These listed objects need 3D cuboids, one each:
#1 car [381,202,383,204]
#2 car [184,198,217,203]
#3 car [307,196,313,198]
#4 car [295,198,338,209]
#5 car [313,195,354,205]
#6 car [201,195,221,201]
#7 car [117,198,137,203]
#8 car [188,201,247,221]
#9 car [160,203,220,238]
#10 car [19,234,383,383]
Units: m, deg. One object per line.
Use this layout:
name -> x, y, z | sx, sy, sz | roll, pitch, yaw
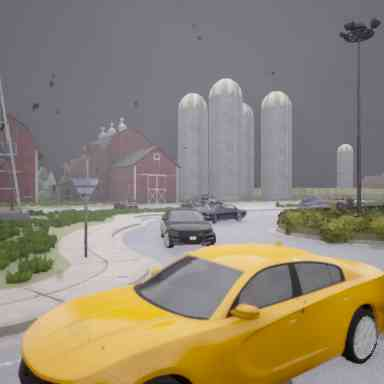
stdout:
car -> 25.761, 1.511, 41.439 | 4.892, 1.490, 1.837 | 0, 0, -17
car -> 0.169, 1.521, 30.613 | 1.784, 1.438, 3.905 | 0, 0, -34
car -> 22.783, 1.480, 62.252 | 2.242, 1.667, 4.611 | 0, 0, -34
car -> 12.024, 1.564, 32.846 | 4.181, 1.385, 1.994 | 0, 0, -35
car -> 18.653, 1.310, 43.409 | 1.932, 1.855, 4.605 | 0, 0, -34
car -> 2.771, 1.313, 48.633 | 1.905, 1.878, 3.866 | 0, 0, -34
car -> -8.055, 1.506, 40.577 | 1.816, 1.474, 4.193 | 0, 0, -34
car -> 2.046, 1.601, 24.956 | 1.895, 1.301, 4.718 | 0, 0, 43
car -> -0.363, 1.478, 15.040 | 1.882, 1.535, 5.008 | 0, 0, -9
car -> 0.556, 1.478, 4.335 | 5.008, 1.535, 1.882 | 0, 0, -34
